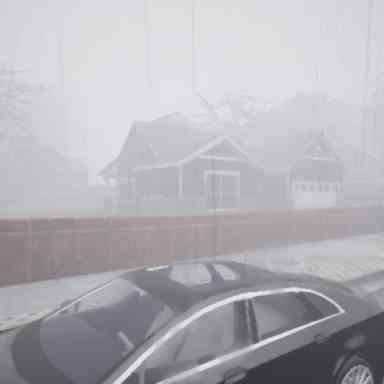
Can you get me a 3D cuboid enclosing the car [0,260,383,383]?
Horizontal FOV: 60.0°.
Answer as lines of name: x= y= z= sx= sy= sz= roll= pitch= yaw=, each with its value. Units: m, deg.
car: x=-0.153 y=1.495 z=3.032 sx=4.902 sy=1.511 sz=2.128 roll=0 pitch=0 yaw=-33
